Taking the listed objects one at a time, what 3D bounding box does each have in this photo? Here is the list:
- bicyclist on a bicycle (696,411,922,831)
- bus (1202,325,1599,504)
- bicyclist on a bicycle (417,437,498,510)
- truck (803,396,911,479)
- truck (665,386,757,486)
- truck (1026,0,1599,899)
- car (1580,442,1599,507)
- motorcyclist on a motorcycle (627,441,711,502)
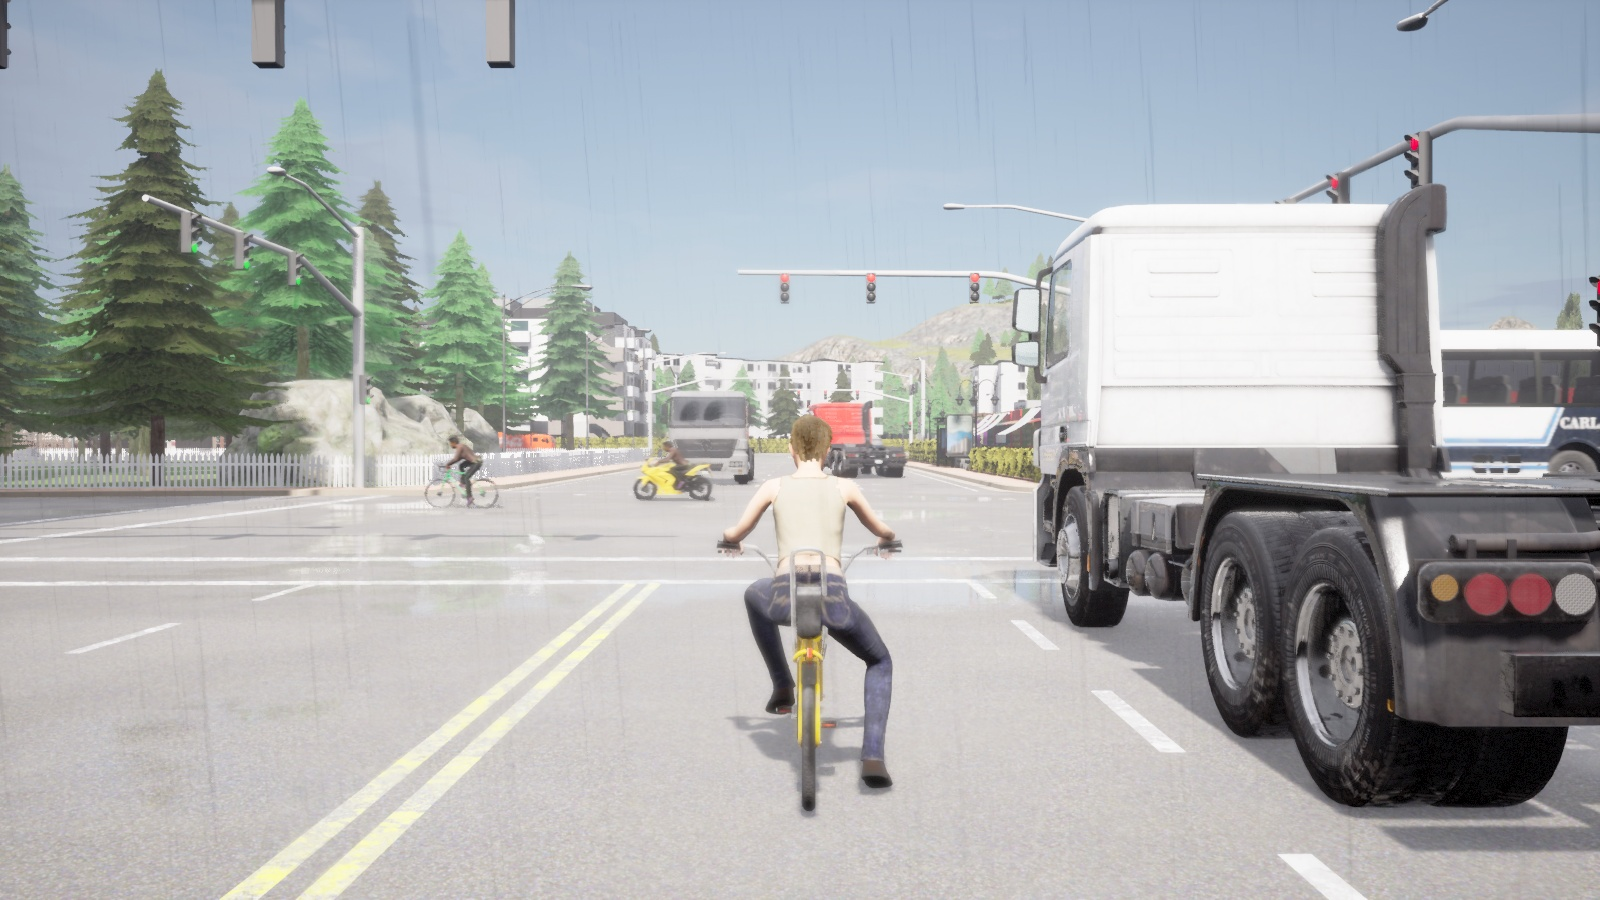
[{"bbox_3d":[0.042,0.652,5.576,0.866,1.612,1.509,0,0,1],"label":"bicyclist on a bicycle"},{"bbox_3d":[15.921,-0.852,31.735,10.273,4.253,3.944,0,0,0],"label":"bus"},{"bbox_3d":[-7.679,0.511,28.197,1.656,1.620,0.582,0,0,0],"label":"bicyclist on a bicycle"},{"bbox_3d":[2.413,-0.554,56.793,2.891,3.462,7.936,0,0,-13],"label":"truck"},{"bbox_3d":[-3.224,-0.507,47.641,2.891,3.462,7.936,0,0,0],"label":"truck"},{"bbox_3d":[3.559,-0.277,7.884,2.891,3.462,7.936,0,0,0],"label":"truck"},{"bbox_3d":[20.212,0.561,28.251,4.193,1.474,1.816,0,0,0],"label":"car"},{"bbox_3d":[-3.294,0.533,31.705,2.044,1.523,0.797,0,0,0],"label":"motorcyclist on a motorcycle"}]
